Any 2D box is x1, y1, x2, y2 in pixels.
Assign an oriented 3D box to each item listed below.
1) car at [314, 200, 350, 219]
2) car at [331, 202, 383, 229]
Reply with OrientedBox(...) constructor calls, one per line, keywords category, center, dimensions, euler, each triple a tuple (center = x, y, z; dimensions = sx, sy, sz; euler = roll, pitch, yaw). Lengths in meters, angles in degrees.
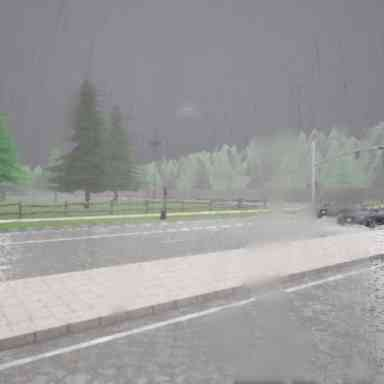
OrientedBox(category="car", center=(11.526, 1.339, 26.214), dimensions=(4.181, 1.385, 1.994), euler=(0, 0, -35))
OrientedBox(category="car", center=(11.362, 1.547, 21.798), dimensions=(4.181, 1.385, 1.994), euler=(0, 0, -36))
